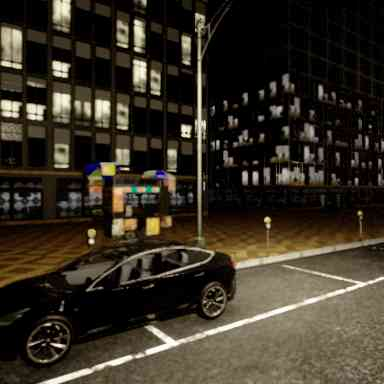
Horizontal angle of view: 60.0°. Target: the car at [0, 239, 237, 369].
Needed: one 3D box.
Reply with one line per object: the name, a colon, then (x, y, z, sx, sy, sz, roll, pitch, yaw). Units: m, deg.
car: (-1.121, 1.564, 5.759, 4.313, 1.339, 1.947, 0, 0, -35)
